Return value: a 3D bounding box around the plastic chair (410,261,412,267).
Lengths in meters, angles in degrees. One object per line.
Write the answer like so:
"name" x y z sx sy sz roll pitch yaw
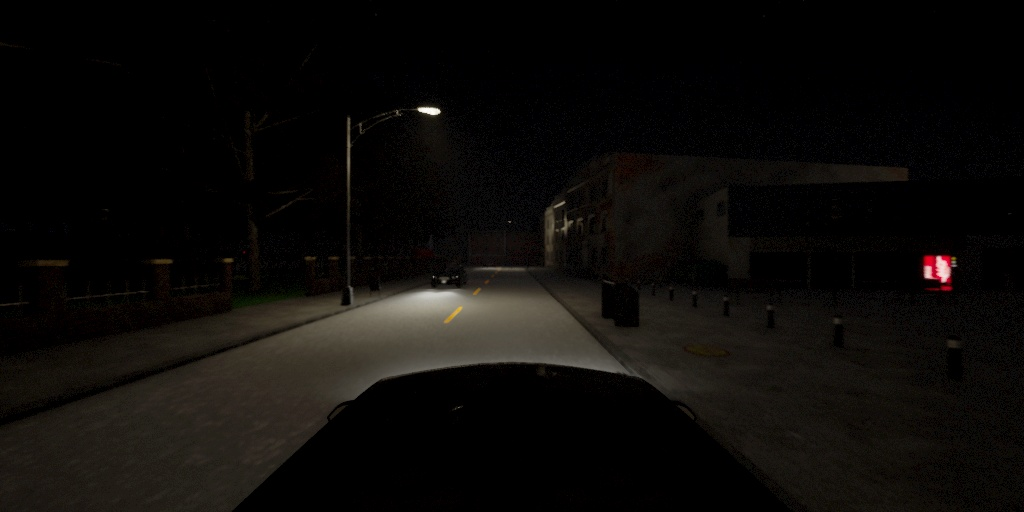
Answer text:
"plastic chair" -16.712 1.450 57.723 0.730 1.272 0.750 0 0 -35

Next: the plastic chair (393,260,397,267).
"plastic chair" -19.735 1.381 59.235 0.750 1.272 0.730 0 0 -44

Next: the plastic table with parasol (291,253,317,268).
"plastic table with parasol" -31.345 0.724 53.980 2.482 2.480 2.482 0 0 -39

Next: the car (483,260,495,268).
"car" -4.067 1.397 65.210 1.812 1.442 4.674 0 0 0

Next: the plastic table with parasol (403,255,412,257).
"plastic table with parasol" -15.738 0.848 58.624 2.482 2.480 2.482 0 0 -40

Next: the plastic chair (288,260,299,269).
"plastic chair" -32.337 1.390 53.137 0.730 1.272 0.750 0 0 -34

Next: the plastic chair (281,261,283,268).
"plastic chair" -32.971 1.389 50.298 0.730 1.272 0.750 0 0 -40

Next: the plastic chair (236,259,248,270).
"plastic chair" -38.578 1.408 51.305 0.750 1.272 0.730 0 0 -40

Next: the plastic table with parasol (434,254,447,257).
"plastic table with parasol" -13.096 0.856 62.453 2.482 2.480 2.482 0 0 -40

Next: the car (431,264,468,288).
"car" -4.096 1.286 24.045 2.128 1.511 4.902 0 0 0

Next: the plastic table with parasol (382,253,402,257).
"plastic table with parasol" -20.556 0.790 60.080 2.482 2.480 2.482 0 0 -38

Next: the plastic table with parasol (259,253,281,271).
"plastic table with parasol" -33.991 0.789 49.561 2.482 2.480 2.482 0 0 -40

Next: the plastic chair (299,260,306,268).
"plastic chair" -30.637 1.262 53.010 0.750 1.272 0.730 0 0 -39

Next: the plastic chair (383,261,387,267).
"plastic chair" -21.451 1.372 59.378 0.730 1.272 0.750 0 0 -38

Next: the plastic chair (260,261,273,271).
"plastic chair" -33.259 1.389 48.563 0.750 1.272 0.730 0 0 -40
